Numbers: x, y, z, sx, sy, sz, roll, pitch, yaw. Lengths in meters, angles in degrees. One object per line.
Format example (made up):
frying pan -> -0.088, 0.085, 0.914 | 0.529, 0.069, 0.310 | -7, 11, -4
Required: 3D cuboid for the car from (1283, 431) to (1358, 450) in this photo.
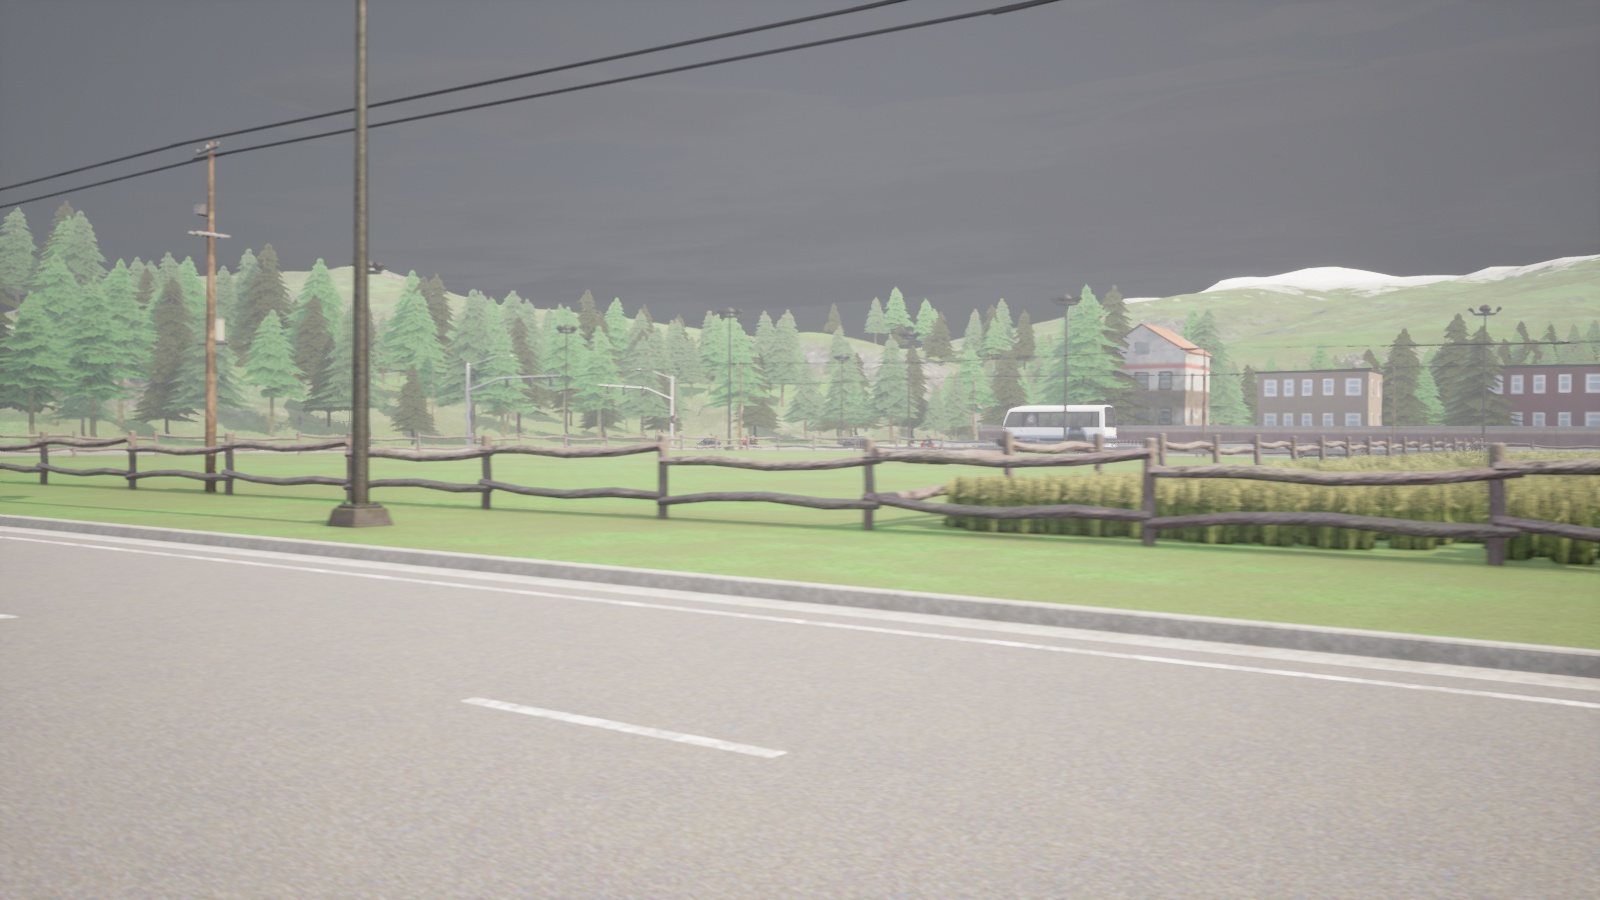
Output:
car -> 37.539, -0.700, 90.608 | 4.718, 1.301, 1.895 | 0, 1, 34
